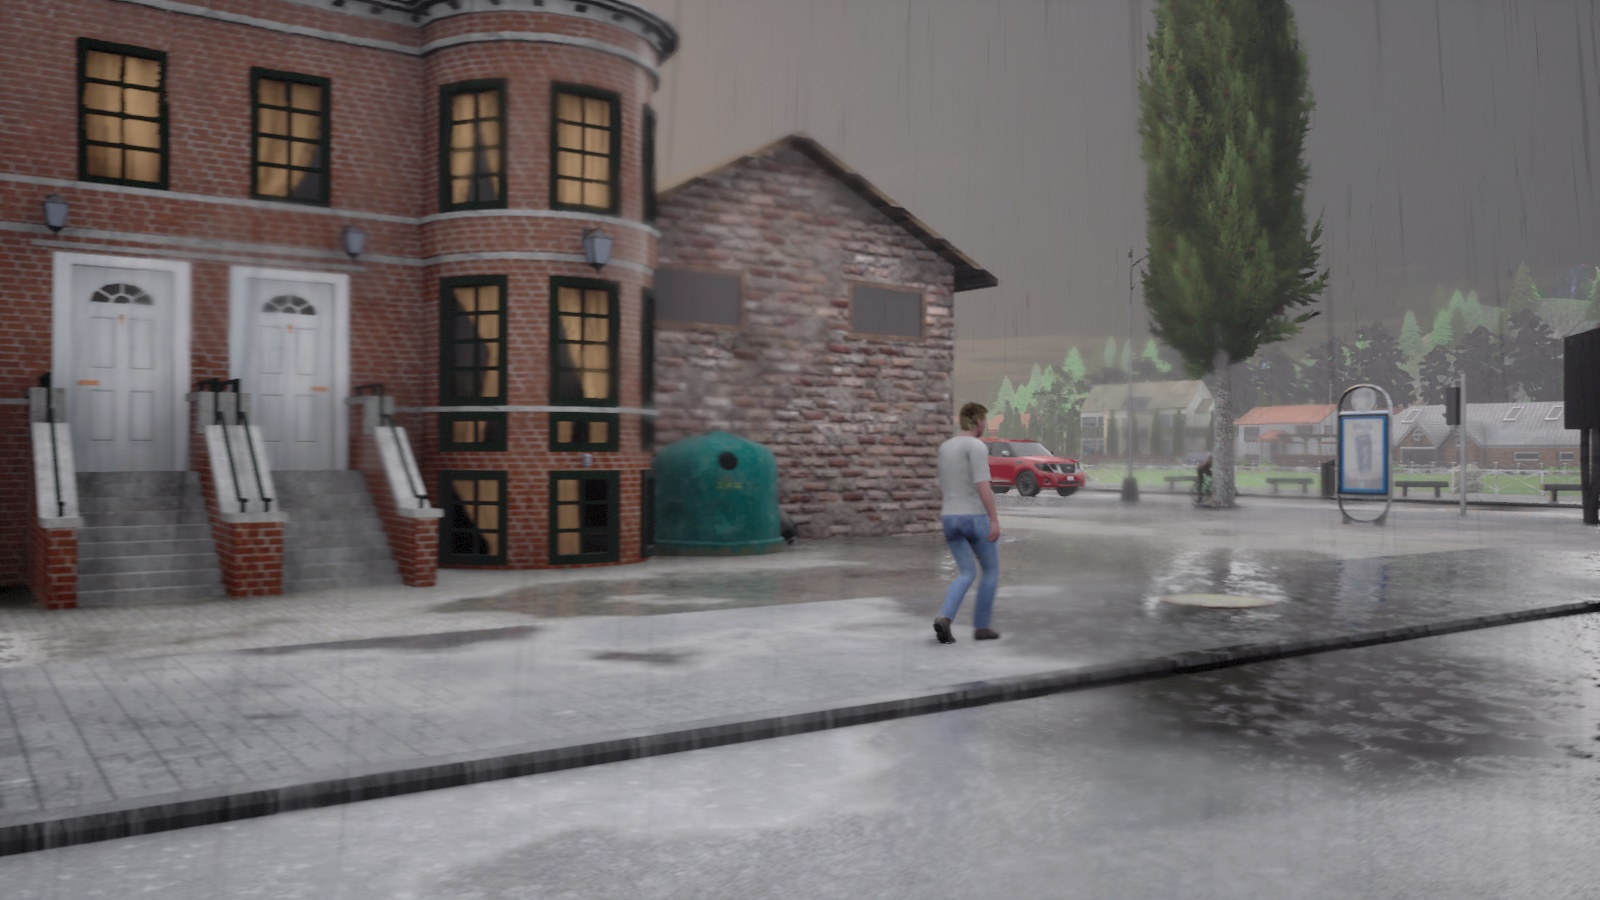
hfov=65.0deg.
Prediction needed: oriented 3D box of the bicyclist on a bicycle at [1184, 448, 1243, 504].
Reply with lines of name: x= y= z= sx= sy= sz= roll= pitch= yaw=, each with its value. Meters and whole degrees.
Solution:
bicyclist on a bicycle: x=12.267 y=0.763 z=37.308 sx=0.582 sy=1.620 sz=1.656 roll=0 pitch=0 yaw=-35

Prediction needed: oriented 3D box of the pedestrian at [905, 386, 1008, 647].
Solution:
pedestrian: x=1.145 y=0.467 z=9.174 sx=0.706 sy=1.836 sz=0.354 roll=0 pitch=0 yaw=-40

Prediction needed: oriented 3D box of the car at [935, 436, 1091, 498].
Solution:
car: x=7.412 y=0.553 z=44.280 sx=2.150 sy=2.045 sz=5.566 roll=0 pitch=0 yaw=-35
